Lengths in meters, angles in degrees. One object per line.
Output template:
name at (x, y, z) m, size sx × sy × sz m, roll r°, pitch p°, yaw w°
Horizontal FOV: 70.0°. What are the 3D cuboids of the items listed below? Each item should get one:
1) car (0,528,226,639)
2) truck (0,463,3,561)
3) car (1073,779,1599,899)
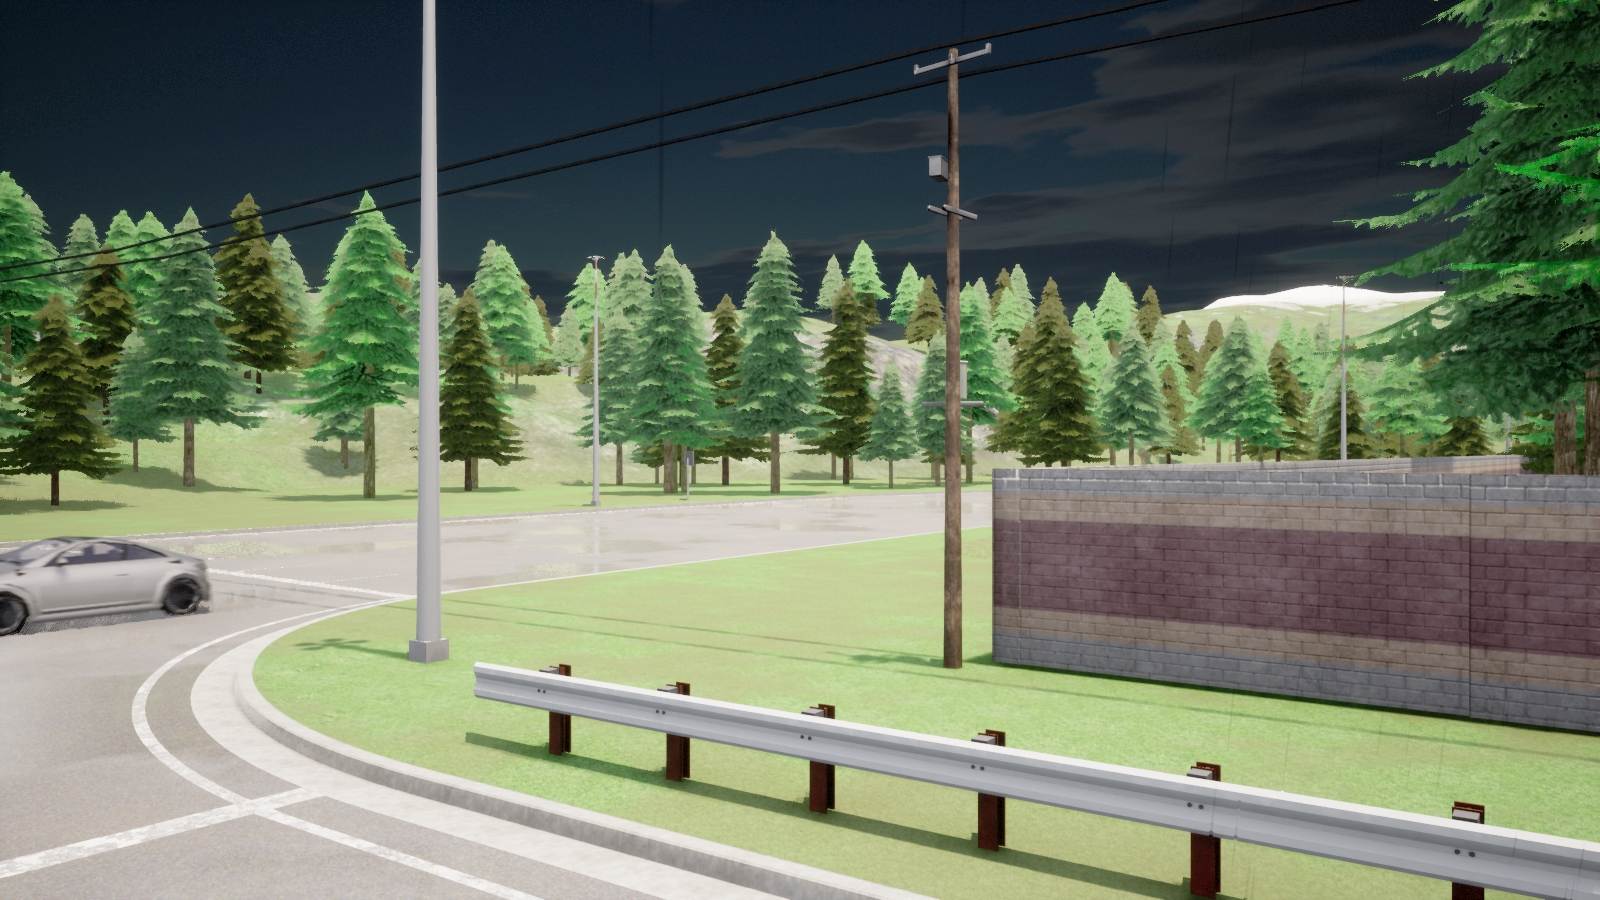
car at (-11.902, 2.105, 18.521) m, size 1.994 × 1.385 × 4.181 m, roll 0°, pitch 0°, yaw 35°
truck at (-22.708, 1.547, 27.480) m, size 2.627 × 2.467 × 5.204 m, roll 0°, pitch 0°, yaw 35°
car at (3.010, 1.982, 1.681) m, size 5.238 × 1.638 × 2.097 m, roll 0°, pitch 0°, yaw 35°
